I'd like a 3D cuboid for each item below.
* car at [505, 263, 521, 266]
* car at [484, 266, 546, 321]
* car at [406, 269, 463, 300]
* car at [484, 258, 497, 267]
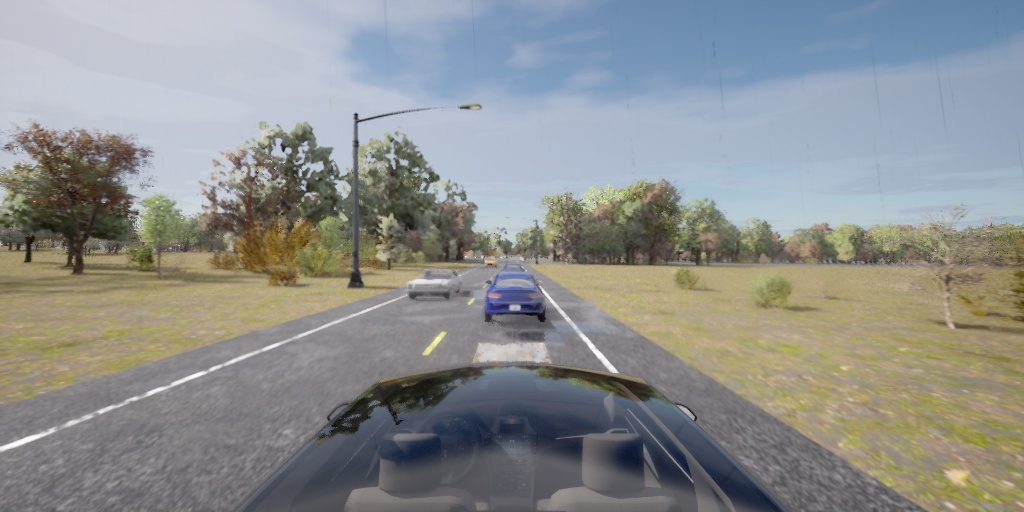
[{"bbox_3d":[0.097,1.253,27.601,1.994,1.385,4.181,0,0,0],"label":"car"},{"bbox_3d":[0.088,1.251,12.147,1.812,1.442,4.674,0,0,0],"label":"car"},{"bbox_3d":[-3.600,1.314,17.404,1.895,1.301,4.718,0,0,0],"label":"car"},{"bbox_3d":[-3.545,1.096,60.077,1.882,1.535,5.008,0,0,1],"label":"car"}]
